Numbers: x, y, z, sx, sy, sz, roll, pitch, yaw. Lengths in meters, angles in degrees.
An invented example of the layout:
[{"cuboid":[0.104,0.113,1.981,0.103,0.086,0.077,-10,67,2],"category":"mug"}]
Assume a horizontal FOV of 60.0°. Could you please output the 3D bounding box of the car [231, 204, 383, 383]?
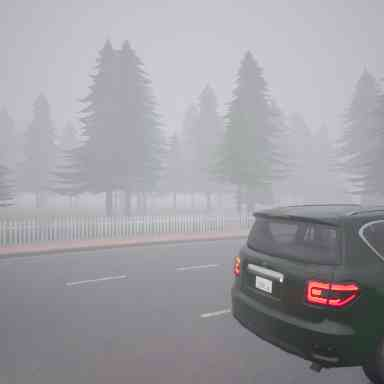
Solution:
[{"cuboid":[3.259,1.222,5.320,5.566,2.045,2.150,0,0,-28],"category":"car"}]
